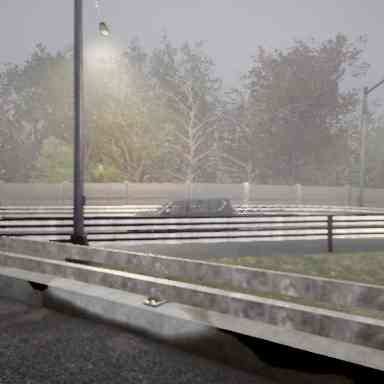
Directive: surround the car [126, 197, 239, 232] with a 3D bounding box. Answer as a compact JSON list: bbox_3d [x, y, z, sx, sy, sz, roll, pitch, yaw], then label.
[{"bbox_3d":[-0.469,1.331,16.470,5.566,2.045,2.150,-2,0,-10],"label":"car"}]
